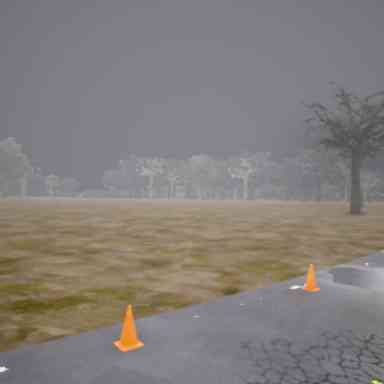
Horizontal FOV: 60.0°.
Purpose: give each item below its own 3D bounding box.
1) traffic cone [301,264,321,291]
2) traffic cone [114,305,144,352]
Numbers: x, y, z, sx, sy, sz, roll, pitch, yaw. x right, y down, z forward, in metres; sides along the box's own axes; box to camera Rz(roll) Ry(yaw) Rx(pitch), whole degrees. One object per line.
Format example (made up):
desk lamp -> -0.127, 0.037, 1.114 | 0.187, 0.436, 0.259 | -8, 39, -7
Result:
traffic cone -> 2.861, 2.027, 7.977 | 0.340, 0.580, 0.340 | 1, 0, -40
traffic cone -> -0.929, 1.973, 4.936 | 0.340, 0.580, 0.340 | 1, 0, -37
